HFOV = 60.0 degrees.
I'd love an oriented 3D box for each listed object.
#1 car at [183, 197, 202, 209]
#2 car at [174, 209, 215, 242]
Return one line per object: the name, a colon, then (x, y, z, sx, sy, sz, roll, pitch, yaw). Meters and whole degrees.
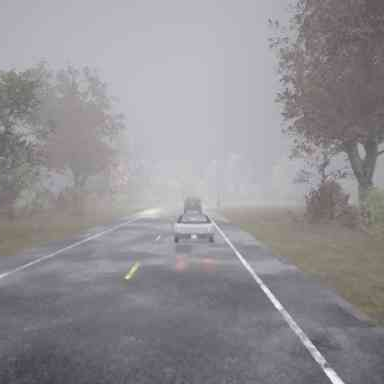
car: (0.092, 1.613, 41.318, 2.150, 2.045, 5.566, 0, 0, 0)
car: (0.095, 1.749, 17.192, 1.895, 1.301, 4.718, 0, -1, 0)
